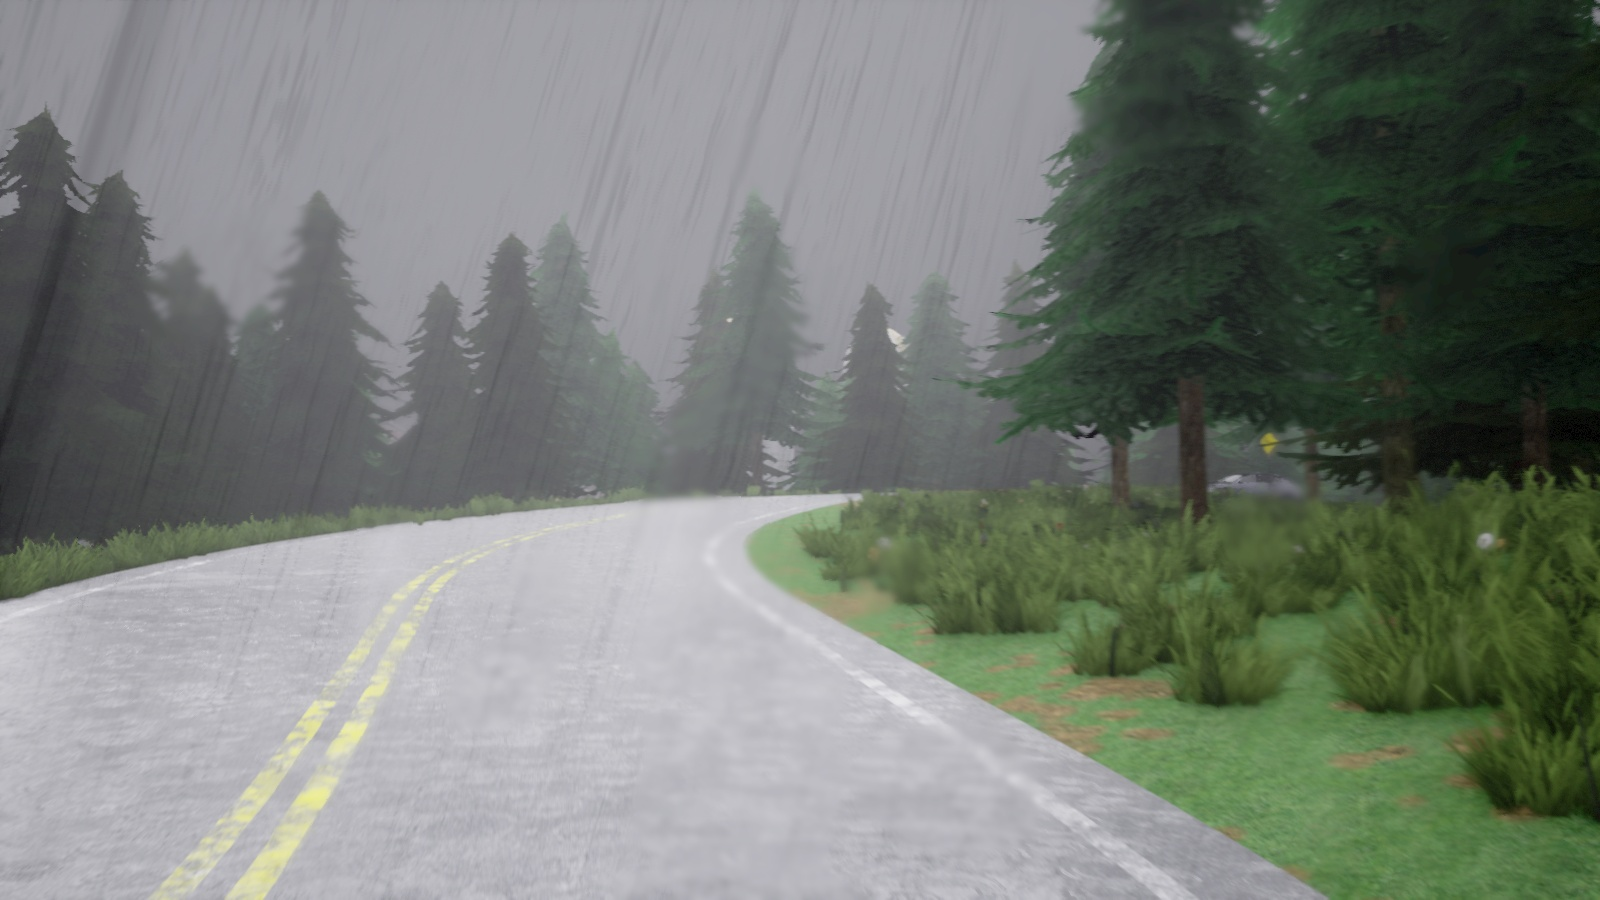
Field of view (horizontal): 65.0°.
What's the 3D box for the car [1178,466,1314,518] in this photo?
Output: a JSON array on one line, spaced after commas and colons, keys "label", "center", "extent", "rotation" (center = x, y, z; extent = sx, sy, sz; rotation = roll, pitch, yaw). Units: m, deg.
[{"label": "car", "center": [18.066, 1.738, 50.941], "extent": [4.856, 1.649, 2.033], "rotation": [5, -6, -15]}]
